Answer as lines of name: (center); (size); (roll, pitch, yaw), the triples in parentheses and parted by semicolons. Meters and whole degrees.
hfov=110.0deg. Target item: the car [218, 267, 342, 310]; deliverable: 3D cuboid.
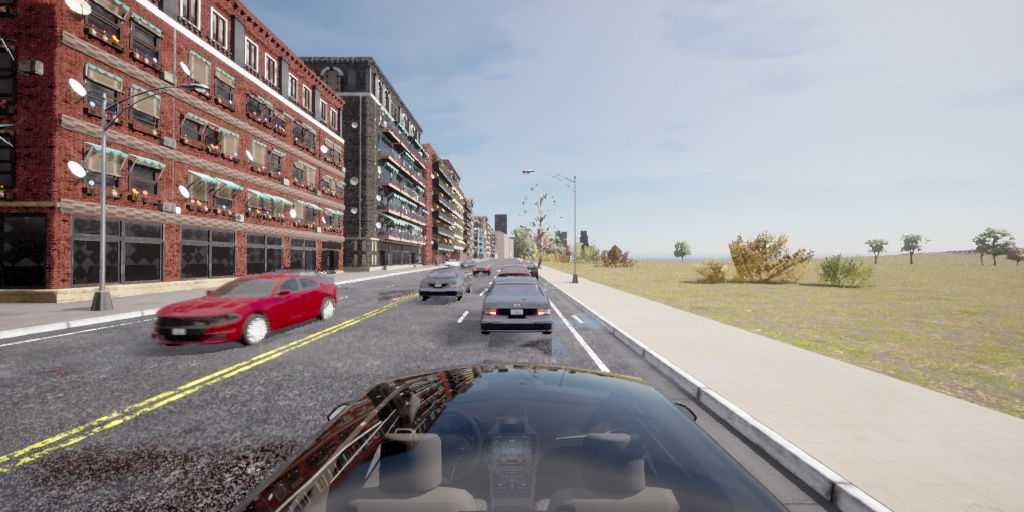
car: (-9.828, 1.300, 15.929); (2.033, 1.411, 5.357); (0, 0, 0)

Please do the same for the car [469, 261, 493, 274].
car: (-3.082, 1.355, 38.147); (1.895, 1.301, 4.718); (0, 0, 0)

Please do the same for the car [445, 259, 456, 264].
car: (-9.730, 1.278, 57.845); (1.812, 1.442, 4.674); (0, 0, 0)

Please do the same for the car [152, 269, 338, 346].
car: (-6.587, 1.229, 9.592); (1.882, 1.535, 5.008); (0, 0, 0)

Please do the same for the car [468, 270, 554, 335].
car: (0.115, 1.299, 10.525); (2.033, 1.411, 5.357); (0, 0, 0)

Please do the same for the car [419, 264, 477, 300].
car: (-3.117, 1.299, 17.591); (2.033, 1.411, 5.357); (0, 0, 0)

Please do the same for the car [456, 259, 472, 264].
car: (-6.498, 1.244, 53.165); (2.128, 1.511, 4.902); (0, 0, 0)

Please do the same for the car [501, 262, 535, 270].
car: (0.138, 1.231, 21.065); (1.882, 1.535, 5.008); (0, 0, 0)

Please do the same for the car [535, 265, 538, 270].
car: (1.191, 1.232, 30.503); (1.882, 1.535, 5.008); (0, 0, 0)
